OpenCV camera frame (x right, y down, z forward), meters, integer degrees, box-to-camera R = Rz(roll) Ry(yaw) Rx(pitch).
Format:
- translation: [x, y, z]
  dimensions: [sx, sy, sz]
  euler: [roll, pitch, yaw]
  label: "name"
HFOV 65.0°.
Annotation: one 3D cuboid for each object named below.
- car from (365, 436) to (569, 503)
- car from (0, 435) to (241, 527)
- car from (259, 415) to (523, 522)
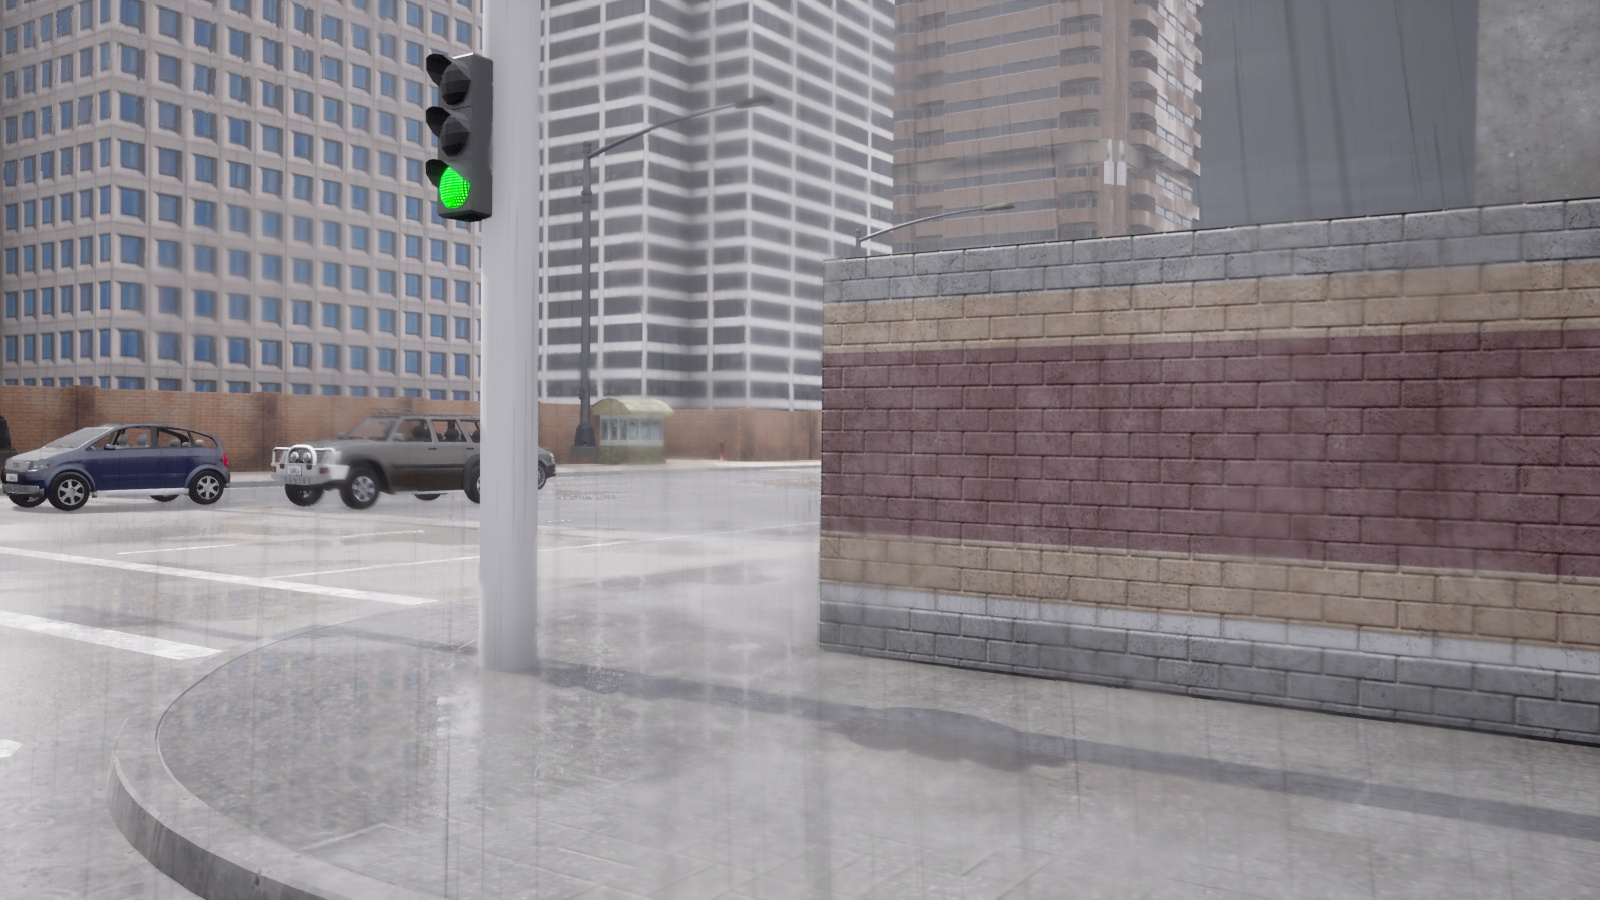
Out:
- translation: [-7.915, 0.415, 30.289]
  dimensions: [1.812, 1.442, 4.674]
  euler: [0, 1, 34]
  label: "car"
- translation: [-12.628, 0.506, 23.310]
  dimensions: [1.789, 1.549, 3.705]
  euler: [0, 1, 34]
  label: "car"
- translation: [-7.761, 0.287, 24.273]
  dimensions: [1.932, 1.855, 4.605]
  euler: [0, 1, 34]
  label: "car"
